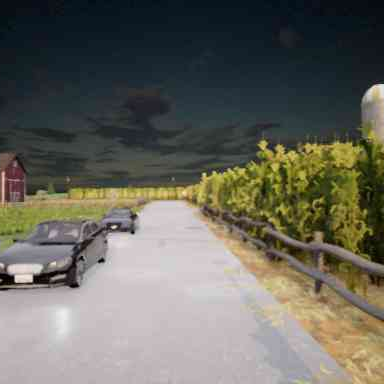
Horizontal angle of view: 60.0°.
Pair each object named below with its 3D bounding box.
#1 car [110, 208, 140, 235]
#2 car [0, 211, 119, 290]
[{"bbox_3d":[-4.156,1.639,19.284,1.994,1.385,4.181,-1,0,-3],"label":"car"},{"bbox_3d":[-3.642,1.548,9.392,2.128,1.511,4.902,-1,0,-3],"label":"car"}]
